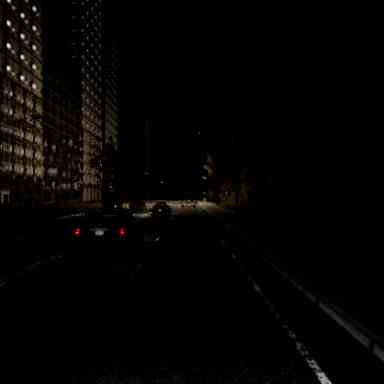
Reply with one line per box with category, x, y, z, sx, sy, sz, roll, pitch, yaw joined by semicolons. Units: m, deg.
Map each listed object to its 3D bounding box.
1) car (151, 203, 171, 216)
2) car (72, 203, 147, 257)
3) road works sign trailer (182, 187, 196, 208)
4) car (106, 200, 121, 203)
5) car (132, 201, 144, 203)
car;-3.479;1.934;37.966;1.994;1.385;4.181;0;-1;-1
car;-3.259;1.490;13.762;2.097;1.767;4.553;0;-1;0
road works sign trailer;-0.506;1.016;57.050;2.380;3.560;2.880;0;-1;-1
car;-10.199;1.776;42.658;2.097;1.767;4.553;0;0;0
car;-6.950;1.895;42.393;1.882;1.535;5.008;0;-1;0
